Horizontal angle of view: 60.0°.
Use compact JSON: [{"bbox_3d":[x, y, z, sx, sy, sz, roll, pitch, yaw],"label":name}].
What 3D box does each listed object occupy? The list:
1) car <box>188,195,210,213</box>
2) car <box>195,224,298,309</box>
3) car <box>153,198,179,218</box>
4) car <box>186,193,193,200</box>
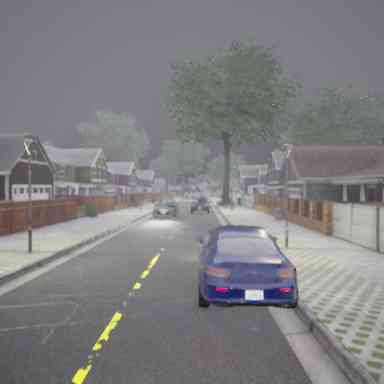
[{"bbox_3d":[0.848,1.320,33.333,1.812,1.442,4.674,0,0,3],"label":"car"},{"bbox_3d":[1.059,1.473,7.644,1.812,1.442,4.674,0,0,1],"label":"car"},{"bbox_3d":[-2.126,1.313,28.132,2.128,1.511,4.902,0,0,2],"label":"car"},{"bbox_3d":[-0.365,1.105,82.010,2.128,1.511,4.902,0,0,2],"label":"car"}]
